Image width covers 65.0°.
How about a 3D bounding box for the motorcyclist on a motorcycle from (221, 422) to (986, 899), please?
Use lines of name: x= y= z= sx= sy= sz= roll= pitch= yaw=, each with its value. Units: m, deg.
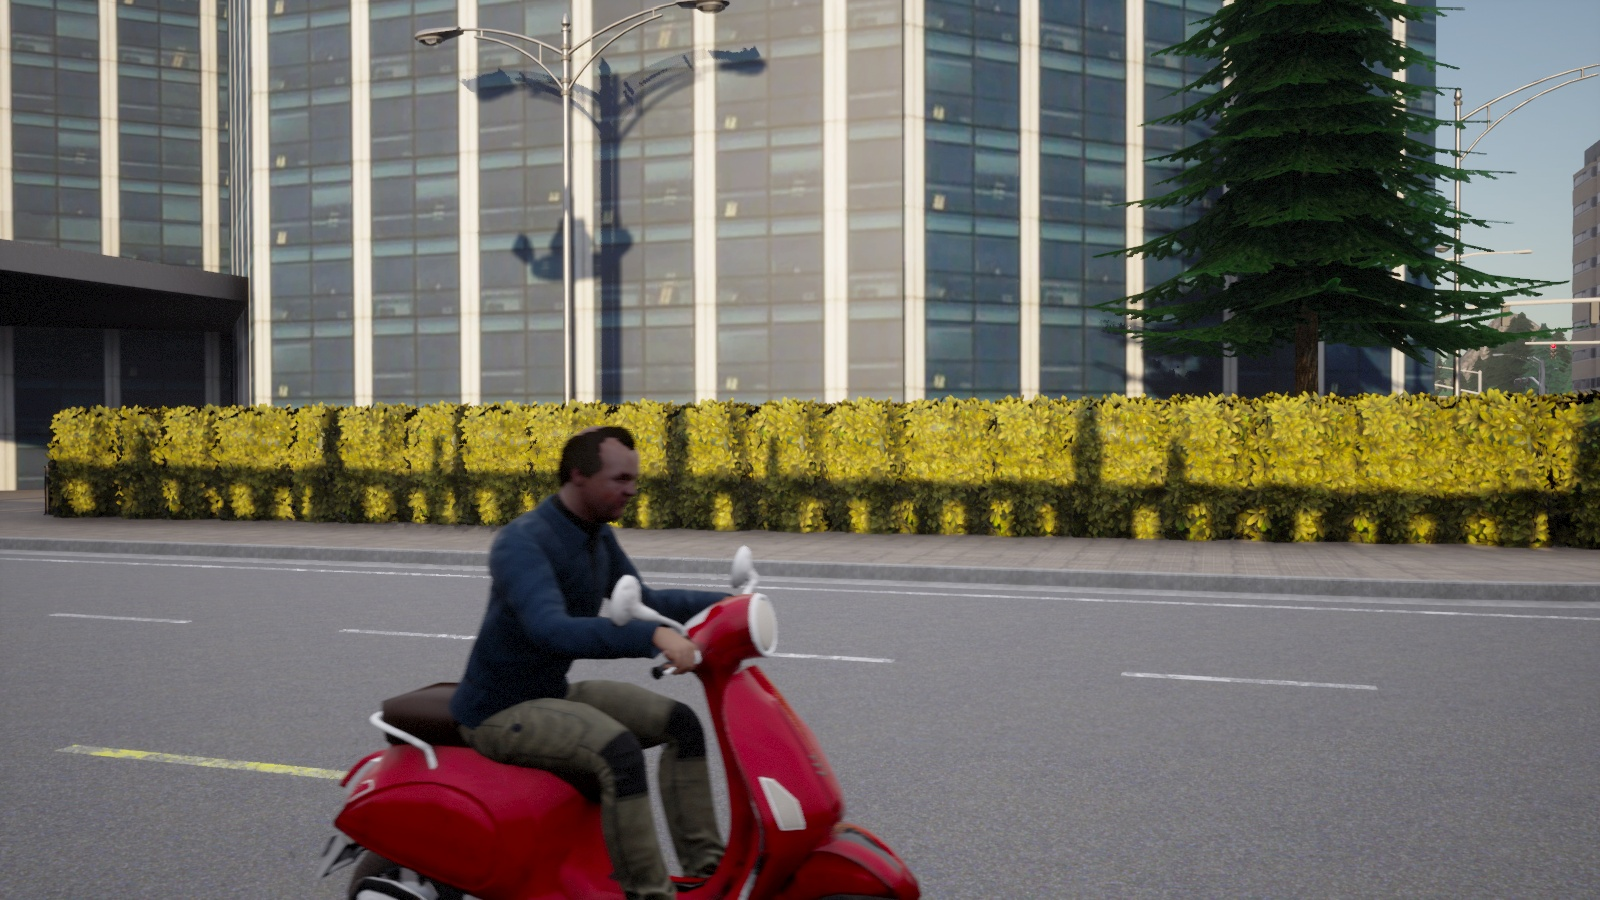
motorcyclist on a motorcycle: x=-0.488 y=0.725 z=3.358 sx=1.817 sy=1.590 sz=0.866 roll=1 pitch=1 yaw=18
